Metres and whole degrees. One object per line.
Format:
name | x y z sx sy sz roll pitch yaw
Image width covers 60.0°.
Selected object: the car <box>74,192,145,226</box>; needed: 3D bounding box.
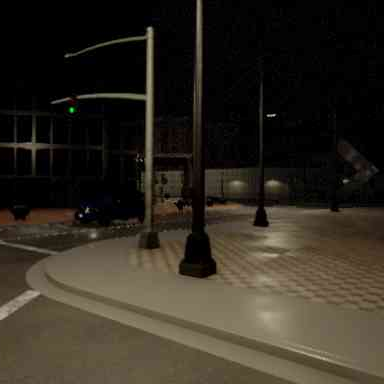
car | -5.028 1.055 22.127 2.150 2.045 5.566 1 0 36
